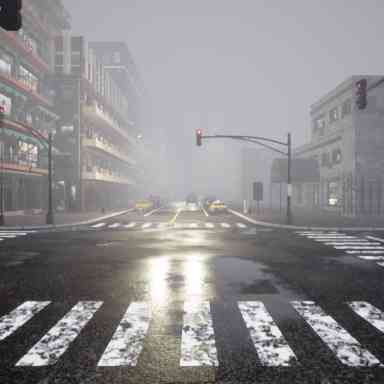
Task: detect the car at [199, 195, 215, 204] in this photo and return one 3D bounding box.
[{"bbox_3d":[2.689,1.351,50.488,2.192,1.841,5.009,0,0,0],"label":"car"}]

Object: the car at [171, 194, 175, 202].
[{"bbox_3d":[-5.695,1.628,78.183,1.887,1.381,4.507,0,0,0],"label":"car"}]

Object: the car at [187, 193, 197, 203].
[{"bbox_3d":[-0.006,1.182,70.709,2.150,2.045,5.566,0,0,0],"label":"car"}]

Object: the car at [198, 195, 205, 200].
[{"bbox_3d":[2.683,1.670,94.801,2.008,1.369,4.403,0,0,0],"label":"car"}]

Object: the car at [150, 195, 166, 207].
[{"bbox_3d":[-5.691,1.351,50.486,2.192,1.841,5.009,0,0,0],"label":"car"}]

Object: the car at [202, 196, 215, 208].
[{"bbox_3d":[2.689,1.611,44.948,1.802,1.307,4.206,0,0,0],"label":"car"}]

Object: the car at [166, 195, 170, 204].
[{"bbox_3d":[-5.694,1.603,61.564,2.008,1.369,4.403,0,0,0],"label":"car"}]

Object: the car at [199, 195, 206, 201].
[{"bbox_3d":[2.684,1.632,89.432,1.752,1.417,4.829,0,0,0],"label":"car"}]

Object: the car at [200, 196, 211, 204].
[{"bbox_3d":[2.687,1.612,67.105,2.008,1.369,4.403,0,0,0],"label":"car"}]

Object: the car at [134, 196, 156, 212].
[{"bbox_3d":[-5.692,1.549,39.237,1.752,1.417,4.829,0,0,0],"label":"car"}]

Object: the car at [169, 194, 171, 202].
[{"bbox_3d":[-5.694,1.587,66.933,1.752,1.417,4.829,0,0,0],"label":"car"}]

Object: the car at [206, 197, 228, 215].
[{"bbox_3d":[2.690,1.544,34.040,1.752,1.417,4.829,0,0,0],"label":"car"}]

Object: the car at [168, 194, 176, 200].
[{"bbox_3d":[-5.696,1.434,94.801,2.192,1.841,5.009,0,0,0],"label":"car"}]

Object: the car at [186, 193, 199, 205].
[{"bbox_3d":[-0.005,1.403,60.646,2.097,1.767,4.553,0,0,0],"label":"car"}]
